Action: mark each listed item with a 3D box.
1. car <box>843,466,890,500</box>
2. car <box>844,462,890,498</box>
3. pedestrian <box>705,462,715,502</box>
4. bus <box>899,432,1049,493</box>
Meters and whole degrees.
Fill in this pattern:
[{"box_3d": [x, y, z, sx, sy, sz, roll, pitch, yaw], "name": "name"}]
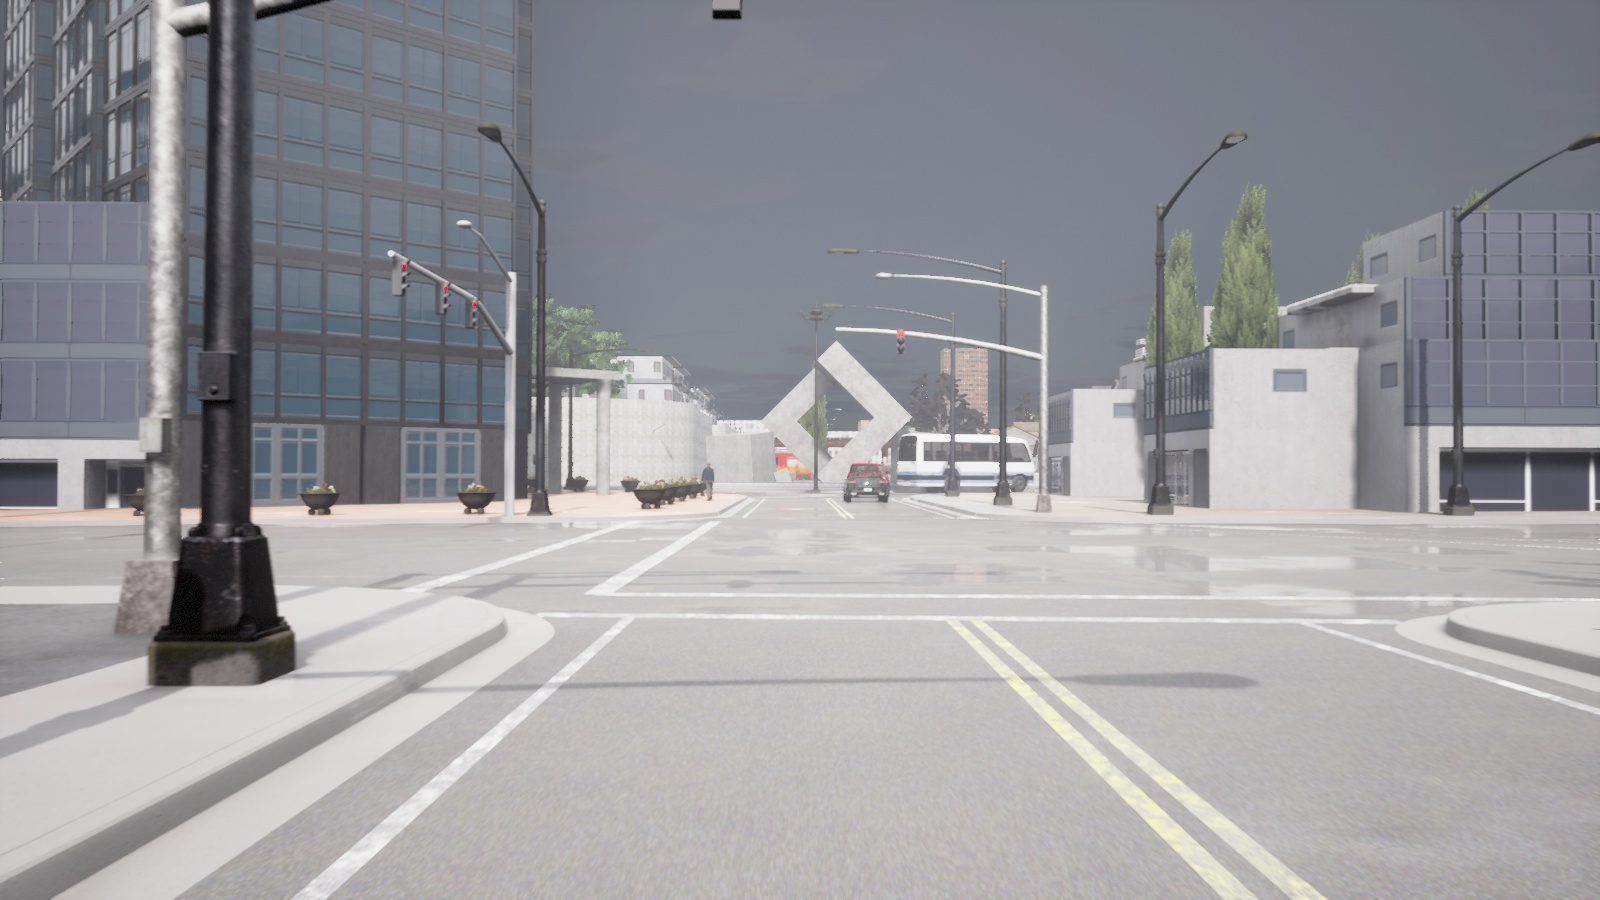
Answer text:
[{"box_3d": [3.350, 1.657, 64.390, 2.152, 1.651, 5.027, 0, -1, 0], "name": "car"}, {"box_3d": [4.061, 1.769, 74.846, 2.150, 2.045, 5.566, 0, -1, 9], "name": "car"}, {"box_3d": [-4.192, 1.473, 58.398, 0.402, 1.842, 0.726, 0, -1, 0], "name": "pedestrian"}, {"box_3d": [12.656, 0.917, 91.420, 10.273, 4.253, 3.944, 0, 0, -23], "name": "bus"}]
